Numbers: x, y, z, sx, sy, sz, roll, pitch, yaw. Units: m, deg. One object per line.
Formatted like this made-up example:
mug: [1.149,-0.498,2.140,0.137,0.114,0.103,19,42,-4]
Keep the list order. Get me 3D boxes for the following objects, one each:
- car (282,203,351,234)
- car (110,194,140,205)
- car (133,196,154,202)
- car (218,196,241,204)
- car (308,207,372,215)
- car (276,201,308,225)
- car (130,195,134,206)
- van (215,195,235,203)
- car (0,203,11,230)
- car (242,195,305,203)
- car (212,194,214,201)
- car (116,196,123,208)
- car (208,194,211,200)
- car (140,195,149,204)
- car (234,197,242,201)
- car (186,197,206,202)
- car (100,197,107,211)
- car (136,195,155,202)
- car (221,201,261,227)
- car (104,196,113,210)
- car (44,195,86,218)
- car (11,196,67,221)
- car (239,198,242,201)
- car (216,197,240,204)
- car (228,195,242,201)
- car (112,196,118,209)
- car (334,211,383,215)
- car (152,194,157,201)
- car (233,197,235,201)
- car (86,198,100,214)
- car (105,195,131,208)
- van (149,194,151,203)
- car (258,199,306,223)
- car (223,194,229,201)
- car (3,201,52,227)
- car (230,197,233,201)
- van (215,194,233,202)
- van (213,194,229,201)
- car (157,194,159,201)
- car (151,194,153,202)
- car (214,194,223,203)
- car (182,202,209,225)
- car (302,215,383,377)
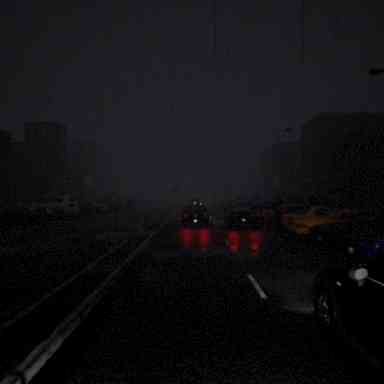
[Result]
car: [7.559,1.503,16.585,5.366,1.575,1.946,0,0,0]
car: [-12.286,1.443,56.354,5.566,2.045,2.435,0,0,0]
car: [-12.163,1.817,84.148,5.008,1.535,2.097,0,0,0]
car: [8.026,1.675,71.615,4.553,1.767,2.185,0,0,0]
car: [7.697,1.528,13.826,4.792,1.488,2.163,0,0,0]
car: [7.947,1.511,19.346,5.366,1.575,1.946,0,0,0]
car: [-12.323,1.682,53.574,4.892,1.521,2.231,0,0,0]
van: [7.916,1.606,80.013,4.442,1.987,1.878,0,0,0]
car: [-12.619,1.517,17.330,4.892,1.521,2.231,0,0,0]
car: [7.783,1.310,30.375,5.566,2.045,2.435,0,0,0]
car: [8.049,1.571,77.255,5.566,2.045,2.435,0,0,0]
car: [-12.386,1.636,45.119,5.008,1.535,2.097,0,0,0]
car: [7.897,1.869,91.042,5.366,1.575,1.946,0,0,0]
car: [-12.235,1.761,70.251,4.892,1.521,2.231,0,0,0]
car: [7.842,1.611,38.645,5.008,1.535,2.097,0,0,0]
car: [0.324,1.507,42.164,2.097,1.767,4.553,0,0,0]
car: [-12.420,1.622,36.906,4.792,1.488,2.163,0,0,0]
car: [-12.185,1.703,86.927,4.553,1.767,2.185,0,0,0]
car: [3.236,1.574,23.107,1.812,1.442,4.674,0,0,0]
car: [-12.611,1.604,39.687,5.366,1.575,1.946,0,0,0]
car: [-12.547,1.302,28.570,5.566,2.045,2.435,0,0,0]
car: [-12.574,1.418,25.757,4.553,1.767,2.185,0,0,0]
car: [7.838,1.633,35.887,4.674,1.452,2.002,0,0,0]
car: [8.002,1.811,74.371,5.008,1.535,2.097,0,0,0]
car: [7.854,1.541,46.918,4.553,1.767,2.185,0,0,0]
car: [-12.432,1.651,42.464,4.792,1.488,2.163,0,0,0]
car: [7.680,1.522,11.071,4.792,1.488,2.163,0,0,0]
car: [-11.998,1.803,81.368,5.366,1.575,1.946,0,0,0]
car: [7.858,1.669,41.402,4.674,1.452,2.002,0,0,0]
car: [-12.443,1.608,34.129,4.792,1.488,2.163,0,0,0]
car: [-12.349,1.666,50.795,5.008,1.535,2.097,0,0,0]
van: [-12.329,1.558,75.811,4.442,1.987,1.878,0,0,0]
car: [7.972,1.532,24.860,5.366,1.575,1.946,0,0,0]
car: [7.869,1.433,49.677,5.566,2.045,2.435,0,0,0]
car: [-12.563,1.573,22.886,4.674,1.452,2.002,0,0,0]
car: [7.870,1.689,44.290,4.674,1.452,2.002,0,0,0]
van: [8.174,1.625,85.528,4.442,1.987,1.878,0,0,0]
van: [8.211,1.657,93.800,4.442,1.987,1.878,0,0,0]
car: [-12.135,1.840,89.708,5.008,1.535,2.097,0,0,0]
car: [-12.200,1.836,78.589,4.674,1.452,2.002,0,0,0]
car: [8.012,1.539,68.980,5.566,2.045,2.435,0,0,0]
car: [0.245,1.656,24.634,1.895,1.301,4.718,0,0,0]
car: [3.122,1.354,3.866,2.097,1.767,4.553,0,0,0]
